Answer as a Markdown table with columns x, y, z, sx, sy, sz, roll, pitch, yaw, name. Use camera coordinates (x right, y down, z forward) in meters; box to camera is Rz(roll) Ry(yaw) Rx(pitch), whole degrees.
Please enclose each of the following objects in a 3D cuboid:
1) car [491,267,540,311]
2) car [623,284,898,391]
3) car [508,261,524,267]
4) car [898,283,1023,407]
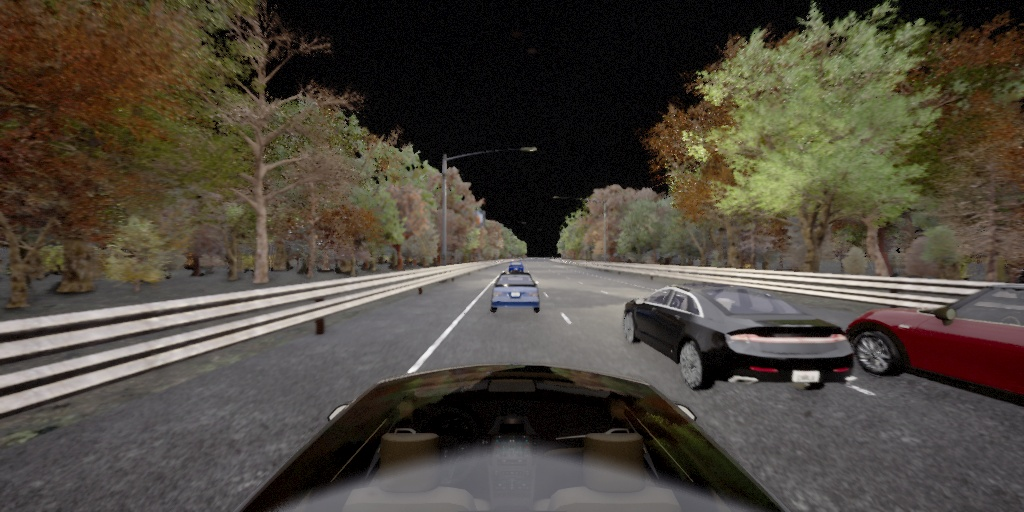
| x | y | z | sx | sy | sz | roll | pitch | yaw | name |
| --- | --- | --- | --- | --- | --- | --- | --- | --- | --- |
| 0.134 | 1.357 | 14.683 | 2.033 | 1.411 | 5.357 | 0 | 0 | 0 | car |
| 3.606 | 1.268 | 6.817 | 2.128 | 1.511 | 4.902 | 0 | 0 | 0 | car |
| 0.560 | 1.429 | 46.398 | 1.882 | 1.535 | 5.008 | 0 | 0 | 1 | car |
| 7.105 | 1.119 | 4.638 | 2.097 | 1.767 | 4.553 | 0 | 0 | 0 | car |
